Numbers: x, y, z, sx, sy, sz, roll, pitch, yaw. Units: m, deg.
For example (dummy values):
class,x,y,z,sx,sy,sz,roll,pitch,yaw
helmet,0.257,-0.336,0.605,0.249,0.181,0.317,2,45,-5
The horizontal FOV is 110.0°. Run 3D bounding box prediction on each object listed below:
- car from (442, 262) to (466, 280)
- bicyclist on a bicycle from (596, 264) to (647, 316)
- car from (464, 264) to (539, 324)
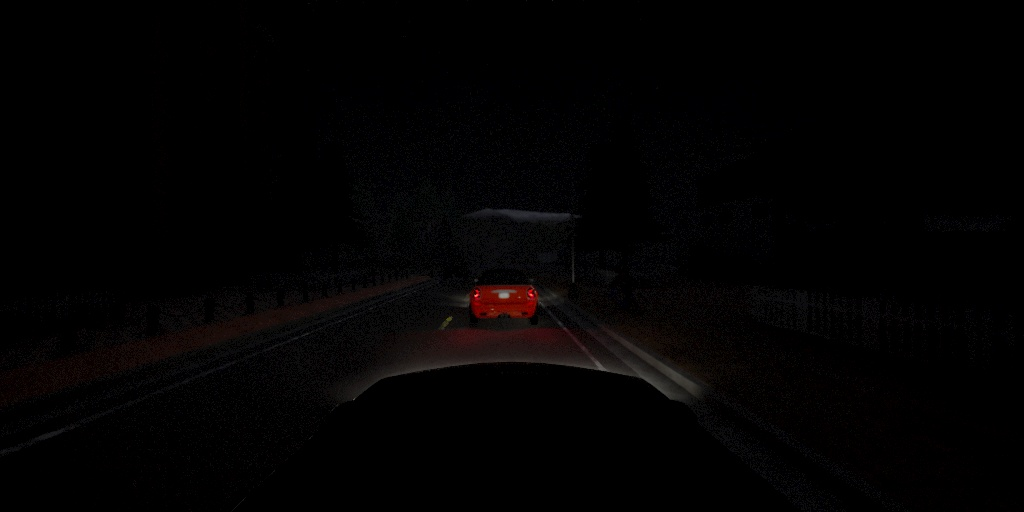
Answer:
class,x,y,z,sx,sy,sz,roll,pitch,yaw
car,-4.481,1.175,29.040,1.895,1.301,4.718,0,0,-2
bicyclist on a bicycle,3.466,1.093,11.355,1.656,1.620,0.582,0,0,-2
car,-0.297,1.178,12.488,2.097,1.767,4.553,0,0,-2
